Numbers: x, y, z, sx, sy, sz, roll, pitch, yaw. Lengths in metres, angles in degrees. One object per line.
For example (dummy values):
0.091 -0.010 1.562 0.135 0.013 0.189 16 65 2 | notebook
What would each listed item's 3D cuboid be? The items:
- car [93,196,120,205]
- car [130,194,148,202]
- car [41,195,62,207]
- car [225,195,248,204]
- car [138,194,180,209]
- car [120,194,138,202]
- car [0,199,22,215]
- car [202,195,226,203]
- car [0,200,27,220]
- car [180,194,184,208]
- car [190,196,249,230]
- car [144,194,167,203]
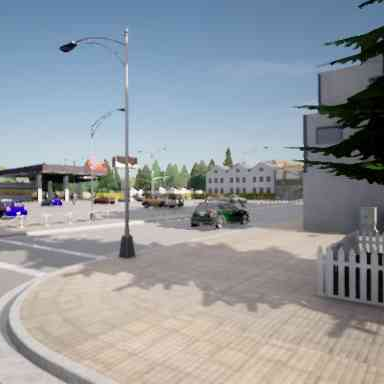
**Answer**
-15.502 1.495 58.624 4.514 1.523 2.007 0 0 36 | car
-12.030 1.303 75.566 3.866 1.878 1.905 0 0 36 | car
-21.414 1.517 50.568 3.633 1.501 1.845 0 0 36 | car
8.125 1.353 60.896 3.806 1.475 1.970 0 0 36 | car
-4.290 1.216 42.577 4.605 1.855 1.932 0 0 36 | car
-14.479 1.590 73.236 3.806 1.475 1.970 0 0 36 | car
-19.580 1.536 34.403 3.806 1.475 1.970 0 0 36 | car
4.579 1.449 68.004 4.514 1.523 2.007 0 0 36 | car
-15.332 1.494 27.628 3.633 1.501 1.845 0 0 36 | car
-2.915 1.197 45.169 3.866 1.878 1.905 0 0 36 | car
1.907 1.383 21.803 2.097 1.767 4.553 0 0 37 | car
-7.600 1.291 68.280 4.605 1.855 1.932 0 0 36 | car
